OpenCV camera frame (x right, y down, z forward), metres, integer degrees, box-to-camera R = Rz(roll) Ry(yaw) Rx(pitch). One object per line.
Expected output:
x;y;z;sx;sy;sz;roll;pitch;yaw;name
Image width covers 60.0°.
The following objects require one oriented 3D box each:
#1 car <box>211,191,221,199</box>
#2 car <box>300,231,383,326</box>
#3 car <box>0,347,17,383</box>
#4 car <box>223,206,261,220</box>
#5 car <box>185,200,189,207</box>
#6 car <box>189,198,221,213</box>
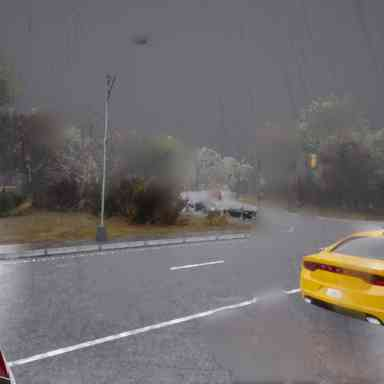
5.737;0.741;78.963;2.150;2.045;5.566;2;2;-1;car
4.352;1.542;6.855;5.008;1.535;1.882;1;-1;-35;car
-3.240;1.353;1.440;4.553;1.767;2.097;0;0;-35;car
5.105;2.147;34.294;1.895;1.301;4.718;3;-1;-22;car
-1.046;1.726;52.688;1.994;1.385;4.181;2;1;-14;car
1.773;1.926;43.099;2.128;1.511;4.902;2;0;-19;car
